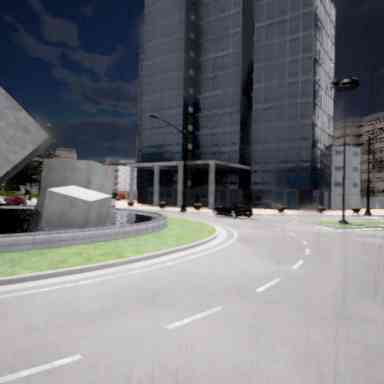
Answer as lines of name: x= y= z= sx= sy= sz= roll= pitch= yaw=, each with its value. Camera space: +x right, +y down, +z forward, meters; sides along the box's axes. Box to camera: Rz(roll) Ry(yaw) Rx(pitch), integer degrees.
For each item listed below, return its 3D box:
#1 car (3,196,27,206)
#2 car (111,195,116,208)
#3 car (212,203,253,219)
car: x=-25.792 y=1.342 z=48.043 sx=1.812 sy=1.442 sz=4.674 roll=1 pitch=-1 yaw=6
car: x=-12.926 y=1.298 z=44.321 sx=5.566 sy=2.045 sz=2.150 roll=1 pitch=0 yaw=7
car: x=4.037 y=1.847 z=33.827 sx=1.882 sy=1.535 sz=5.008 roll=2 pitch=-1 yaw=-32
